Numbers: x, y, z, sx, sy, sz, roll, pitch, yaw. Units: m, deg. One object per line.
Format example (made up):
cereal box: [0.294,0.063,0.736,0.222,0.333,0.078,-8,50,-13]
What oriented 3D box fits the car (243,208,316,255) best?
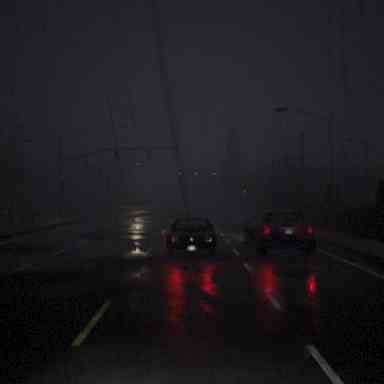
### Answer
car: [3.496,1.485,14.091,2.097,1.767,4.553,0,-1,0]

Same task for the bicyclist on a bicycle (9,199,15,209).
bicyclist on a bicycle: [-27.415,1.783,50.599,0.582,1.620,1.656,0,0,0]

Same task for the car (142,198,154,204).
car: [-11.217,2.289,85.131,1.882,1.535,5.008,0,-1,-25]

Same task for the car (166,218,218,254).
car: [-0.005,1.736,14.108,1.895,1.301,4.718,0,-1,0]
